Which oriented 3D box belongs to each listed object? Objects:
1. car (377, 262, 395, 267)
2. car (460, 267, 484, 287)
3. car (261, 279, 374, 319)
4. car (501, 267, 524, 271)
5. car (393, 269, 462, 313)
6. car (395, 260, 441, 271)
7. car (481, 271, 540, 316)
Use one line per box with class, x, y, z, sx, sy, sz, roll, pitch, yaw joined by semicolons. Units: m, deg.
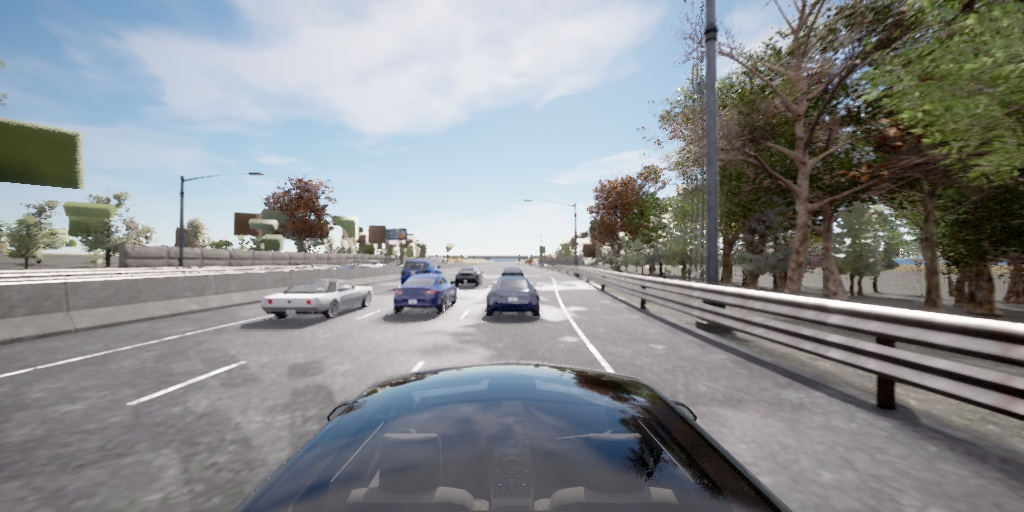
car;-21.012;2.152;61.852;1.812;1.442;4.674;0;-1;1
car;-3.449;1.642;29.168;1.837;1.490;4.892;0;0;0
car;-6.958;1.515;13.545;1.895;1.301;4.718;0;-1;0
car;0.059;1.631;30.334;1.882;1.535;5.008;0;0;0
car;-3.447;1.457;14.822;1.812;1.442;4.674;0;-1;0
car;-6.960;1.343;28.022;2.150;2.045;5.566;0;-1;1
car;0.051;1.491;14.407;1.994;1.385;4.181;0;-1;1
